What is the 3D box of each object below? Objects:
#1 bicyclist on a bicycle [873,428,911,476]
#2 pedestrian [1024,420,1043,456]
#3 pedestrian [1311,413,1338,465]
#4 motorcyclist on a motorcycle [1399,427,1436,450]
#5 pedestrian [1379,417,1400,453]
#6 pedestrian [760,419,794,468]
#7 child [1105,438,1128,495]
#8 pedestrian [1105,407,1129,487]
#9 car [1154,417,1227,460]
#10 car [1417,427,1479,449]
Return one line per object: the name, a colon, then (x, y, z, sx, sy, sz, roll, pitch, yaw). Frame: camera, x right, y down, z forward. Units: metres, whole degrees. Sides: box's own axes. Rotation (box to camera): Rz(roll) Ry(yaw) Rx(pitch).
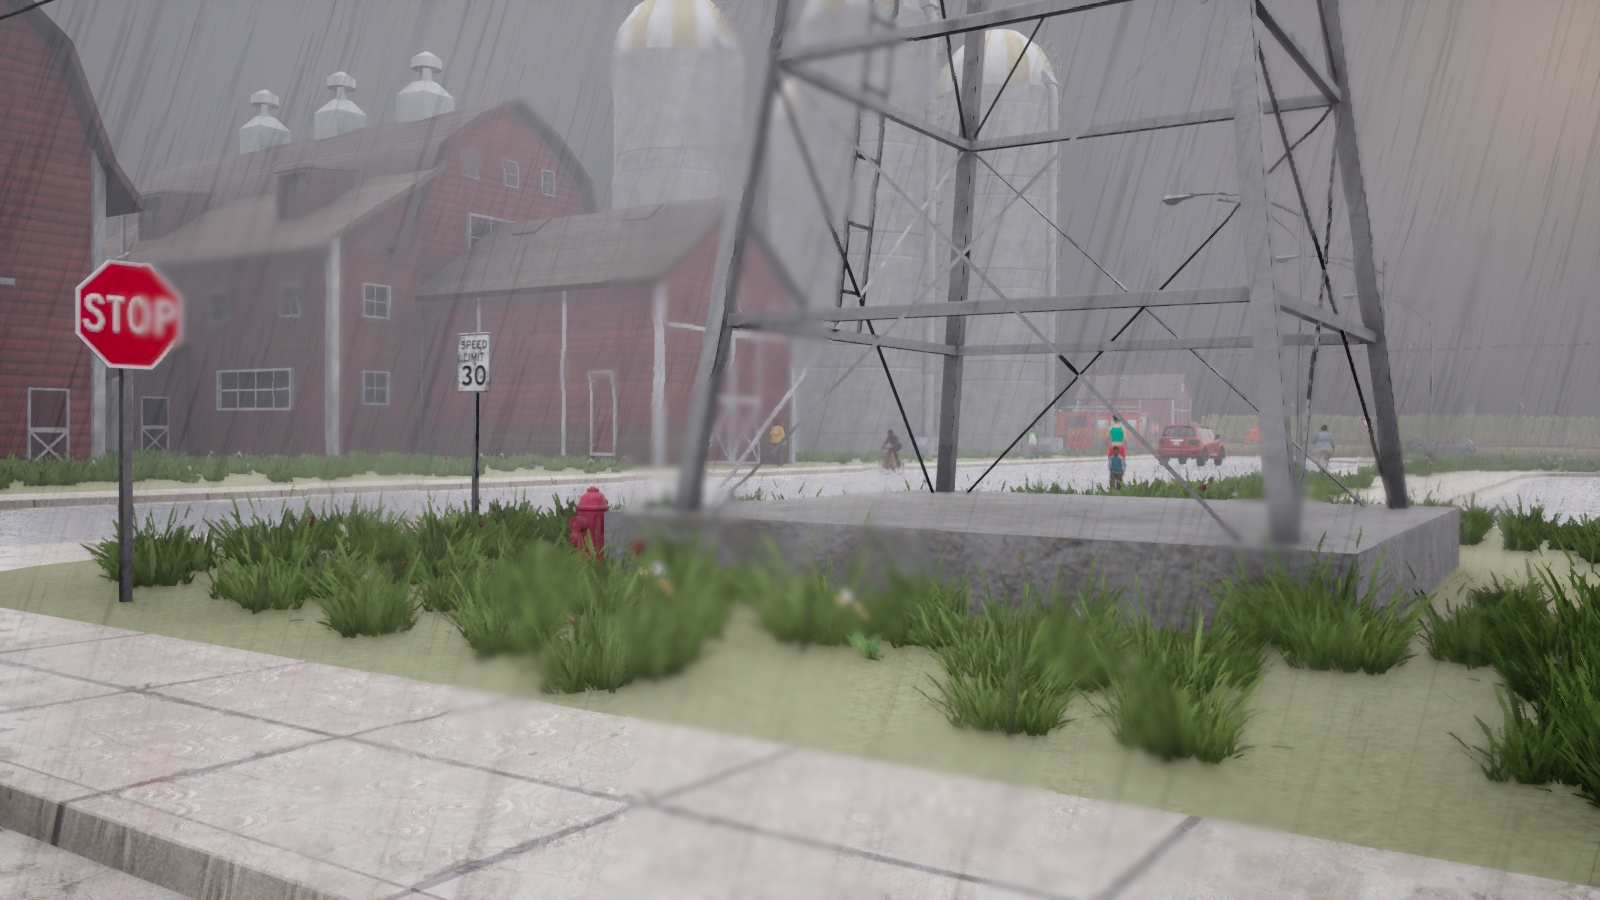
bicyclist on a bicycle: (3.227, 0.053, 44.066, 0.582, 1.620, 1.656, 0, 1, 33)
pedestrian: (12.634, -0.655, 67.888, 0.659, 1.952, 0.873, 0, 1, 40)
pedestrian: (18.766, -0.396, 44.905, 0.874, 1.855, 0.900, 0, 1, 24)
motorcyclist on a motorcycle: (41.610, -0.766, 84.621, 2.191, 1.530, 0.866, 0, 1, 33)
pedestrian: (30.505, -0.776, 64.957, 0.874, 1.855, 0.900, 0, 1, 32)
pedestrian: (-0.879, -0.261, 47.781, 0.900, 1.855, 0.874, -1, 1, -43)
child: (6.705, 0.343, 26.606, 0.343, 1.192, 0.448, 0, 1, 33)
pedestrian: (7.284, -0.073, 28.854, 0.345, 1.836, 0.594, 0, 1, 33)
car: (19.807, -0.596, 63.507, 2.150, 2.045, 5.566, 0, 1, 33)
car: (44.769, -0.844, 86.729, 3.633, 1.501, 1.845, 0, 1, 33)
